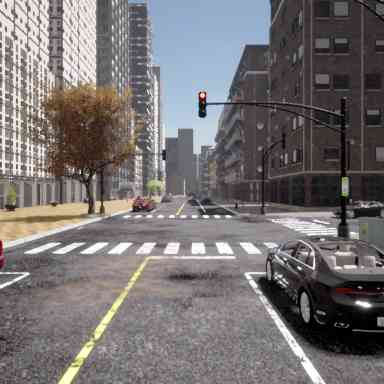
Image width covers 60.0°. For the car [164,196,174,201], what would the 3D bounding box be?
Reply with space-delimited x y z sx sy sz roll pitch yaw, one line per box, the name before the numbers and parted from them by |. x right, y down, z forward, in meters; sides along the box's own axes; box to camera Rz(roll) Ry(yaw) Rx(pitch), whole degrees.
car | -5.729 1.629 83.333 2.008 1.369 4.403 0 0 0

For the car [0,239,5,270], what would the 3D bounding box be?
car | -5.694 1.545 6.762 1.887 1.381 4.507 0 0 0

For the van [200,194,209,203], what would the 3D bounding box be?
van | 2.656 1.400 72.292 1.690 1.788 3.998 0 0 0

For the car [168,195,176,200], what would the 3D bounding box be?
car | -5.734 1.651 94.379 2.008 1.369 4.403 0 0 0

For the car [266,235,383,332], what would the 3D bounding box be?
car | 2.686 1.551 6.766 2.008 1.369 4.403 0 0 0

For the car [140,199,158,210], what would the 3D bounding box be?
car | -5.712 1.591 44.673 1.947 1.339 4.313 0 0 0

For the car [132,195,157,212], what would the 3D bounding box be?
car | -5.709 1.335 39.150 2.192 1.841 5.009 0 0 0

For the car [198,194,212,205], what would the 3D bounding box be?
car | 2.662 1.608 61.245 1.947 1.339 4.313 0 0 0

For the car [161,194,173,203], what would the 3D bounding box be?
car | -5.724 1.624 72.288 1.947 1.339 4.313 0 0 0

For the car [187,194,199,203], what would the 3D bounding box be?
car | -0.032 1.654 68.920 1.895 1.301 4.718 0 0 0

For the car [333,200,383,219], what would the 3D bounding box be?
car | 13.414 1.349 26.177 4.403 1.369 2.008 -1 1 -1

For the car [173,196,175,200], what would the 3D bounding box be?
car | -5.727 1.383 77.810 2.192 1.841 5.009 0 0 0
